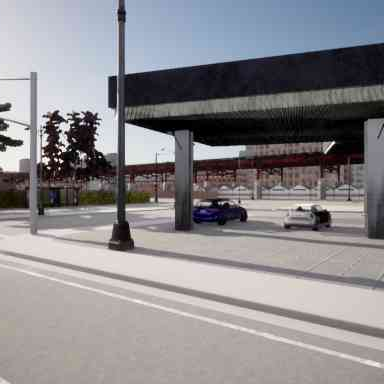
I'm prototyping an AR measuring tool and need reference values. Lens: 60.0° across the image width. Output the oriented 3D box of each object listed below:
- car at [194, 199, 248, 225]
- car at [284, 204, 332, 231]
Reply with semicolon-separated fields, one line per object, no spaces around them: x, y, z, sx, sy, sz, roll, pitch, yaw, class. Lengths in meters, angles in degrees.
2.032;1.295;22.995;2.242;1.667;4.611;0;0;37;car
7.112;1.456;20.206;1.970;1.475;3.806;0;0;37;car
